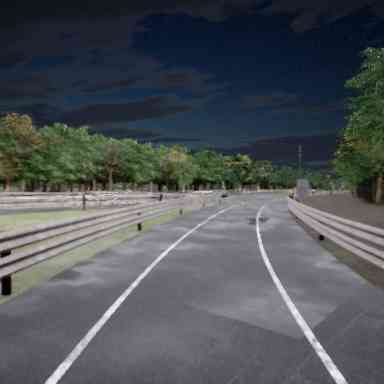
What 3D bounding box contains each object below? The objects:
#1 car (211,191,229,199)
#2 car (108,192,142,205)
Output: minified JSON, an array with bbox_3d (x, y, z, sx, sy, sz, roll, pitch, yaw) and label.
[{"bbox_3d":[5.020,0.601,60.999,1.882,1.535,5.008,1,1,36],"label":"car"},{"bbox_3d":[-8.492,0.800,42.766,2.128,1.511,4.902,1,1,37],"label":"car"}]
